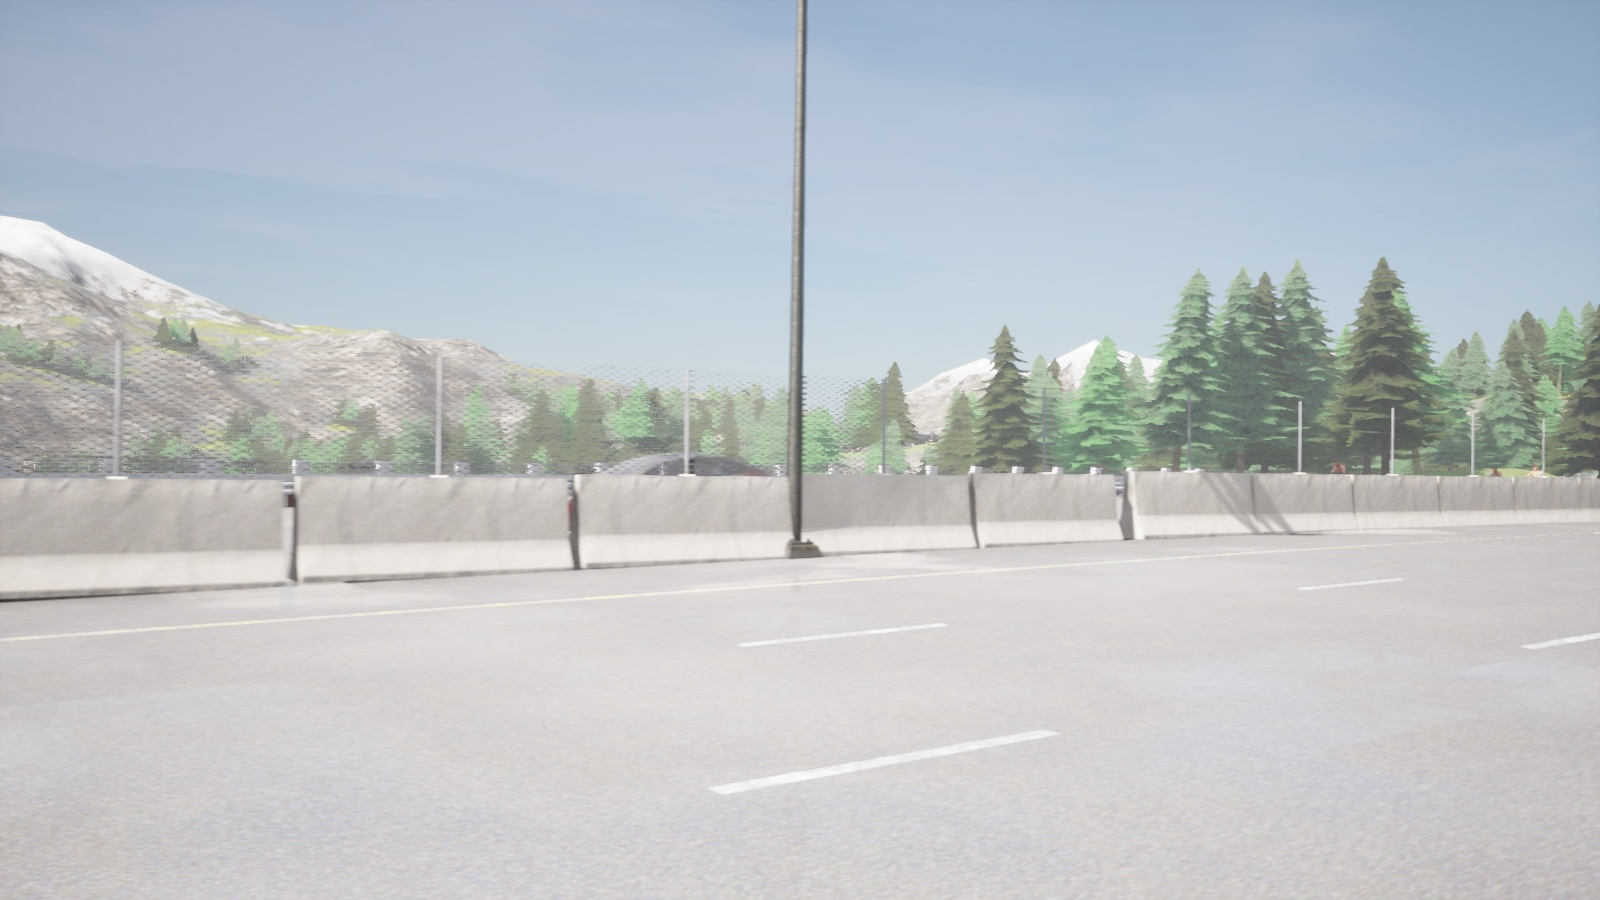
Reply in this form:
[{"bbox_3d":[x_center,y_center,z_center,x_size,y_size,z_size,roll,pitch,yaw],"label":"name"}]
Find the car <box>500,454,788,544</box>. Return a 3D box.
[{"bbox_3d":[-2.806,0.811,23.027,4.792,1.488,2.163,0,0,-35],"label":"car"}]
